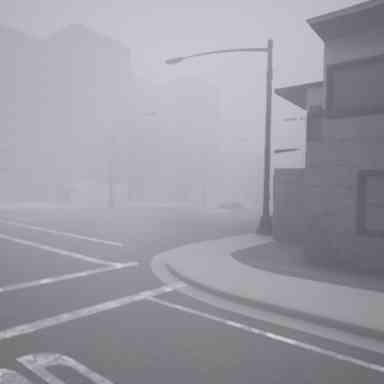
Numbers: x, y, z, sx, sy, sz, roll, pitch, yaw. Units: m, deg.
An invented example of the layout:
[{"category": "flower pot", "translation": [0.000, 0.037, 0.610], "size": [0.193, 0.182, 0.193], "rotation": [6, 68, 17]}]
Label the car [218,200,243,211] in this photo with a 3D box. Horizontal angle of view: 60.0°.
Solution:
[{"category": "car", "translation": [5.352, 1.847, 45.872], "size": [1.994, 1.385, 4.181], "rotation": [2, 0, 38]}]
